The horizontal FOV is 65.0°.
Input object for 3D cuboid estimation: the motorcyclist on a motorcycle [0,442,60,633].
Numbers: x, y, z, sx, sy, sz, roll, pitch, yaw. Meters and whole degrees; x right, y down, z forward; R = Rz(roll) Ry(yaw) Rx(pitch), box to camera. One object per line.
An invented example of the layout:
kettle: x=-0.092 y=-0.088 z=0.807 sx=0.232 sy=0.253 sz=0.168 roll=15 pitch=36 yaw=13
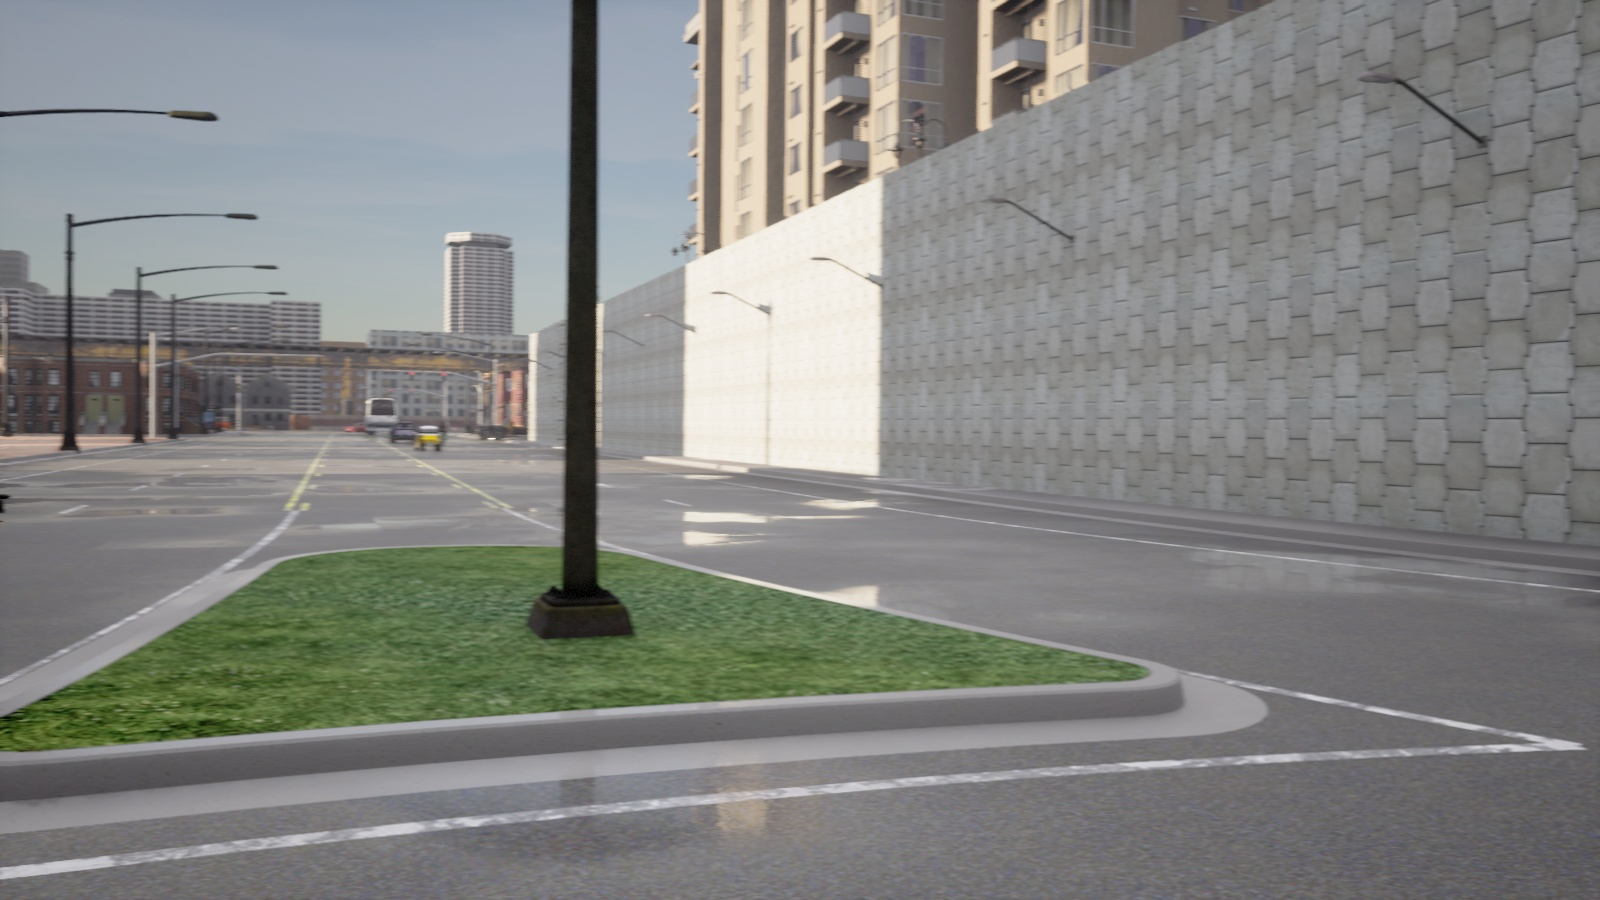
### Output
motorcyclist on a motorcycle: x=-6.958 y=0.712 z=10.349 sx=0.866 sy=1.530 sz=2.191 roll=-1 pitch=1 yaw=-14

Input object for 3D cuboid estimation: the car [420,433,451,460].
car: x=-19.817 y=-0.201 z=68.284 sx=1.481 sy=1.376 sz=2.207 roll=-1 pitch=1 yaw=-20

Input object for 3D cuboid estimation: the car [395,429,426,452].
car: x=-29.356 y=-0.712 z=94.576 sx=2.033 sy=1.649 sz=4.856 roll=-1 pitch=1 yaw=-20
